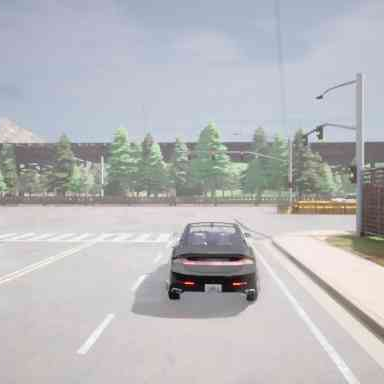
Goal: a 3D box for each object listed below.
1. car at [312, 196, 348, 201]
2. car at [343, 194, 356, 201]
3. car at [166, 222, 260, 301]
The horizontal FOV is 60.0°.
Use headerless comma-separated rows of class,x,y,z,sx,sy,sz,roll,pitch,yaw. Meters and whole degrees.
car,14.520,1.491,37.917,4.902,1.511,2.128,0,0,1
car,19.800,1.222,41.304,5.566,2.045,2.150,0,0,2
car,0.503,1.492,8.331,2.128,1.511,4.902,0,0,3
